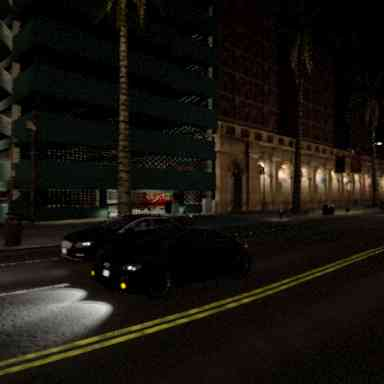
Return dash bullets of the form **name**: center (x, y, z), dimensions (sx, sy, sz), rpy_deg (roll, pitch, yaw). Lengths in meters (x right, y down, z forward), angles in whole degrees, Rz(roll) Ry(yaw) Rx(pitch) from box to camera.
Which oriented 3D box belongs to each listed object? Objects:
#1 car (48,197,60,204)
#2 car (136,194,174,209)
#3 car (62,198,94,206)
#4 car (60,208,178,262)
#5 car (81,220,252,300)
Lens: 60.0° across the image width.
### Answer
- **car**: center (-25.399, 1.615, 60.569), dimensions (4.786, 1.482, 2.161), rpy_deg (1, 0, -45)
- **car**: center (-3.987, 1.215, 39.412), dimensions (5.566, 2.045, 2.435), rpy_deg (1, 0, -45)
- **car**: center (-17.558, 1.655, 52.010), dimensions (4.718, 1.301, 1.895), rpy_deg (1, 0, -45)
- **car**: center (-2.035, 1.543, 11.731), dimensions (4.902, 1.511, 2.128), rpy_deg (0, 0, -41)
- **car**: center (-0.364, 1.607, 8.594), dimensions (4.181, 1.385, 1.994), rpy_deg (1, 0, -41)
